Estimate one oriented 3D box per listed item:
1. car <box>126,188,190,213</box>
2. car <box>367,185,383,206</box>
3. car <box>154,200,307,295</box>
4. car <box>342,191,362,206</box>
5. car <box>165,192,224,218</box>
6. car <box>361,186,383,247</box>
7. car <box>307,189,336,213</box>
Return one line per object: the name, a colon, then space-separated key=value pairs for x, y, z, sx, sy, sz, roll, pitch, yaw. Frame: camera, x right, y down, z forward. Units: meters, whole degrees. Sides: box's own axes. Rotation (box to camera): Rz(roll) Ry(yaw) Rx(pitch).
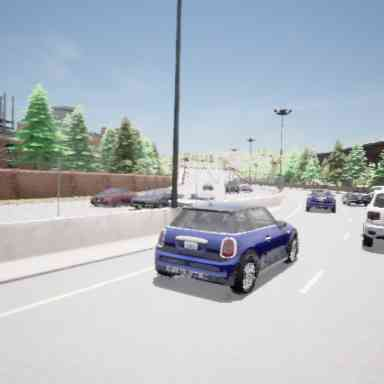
car: x=-2.272 y=0.500 z=24.050 sx=2.033 sy=1.411 sz=5.357 roll=3 pitch=3 yaw=25
car: x=20.641 y=0.344 z=35.596 sx=2.150 sy=2.045 sz=5.566 roll=2 pitch=2 yaw=14
car: x=1.132 y=1.031 z=8.321 sx=2.097 sy=1.767 sz=4.553 roll=3 pitch=3 yaw=33
car: x=16.453 y=0.636 z=33.579 sx=2.033 sy=1.411 sz=5.357 roll=2 pitch=2 yaw=16
car: x=0.314 y=0.730 z=21.431 sx=1.895 sy=1.301 sz=4.718 roll=3 pitch=3 yaw=26
car: x=7.783 y=0.911 z=12.631 sx=2.150 sy=2.045 sz=5.566 roll=3 pitch=3 yaw=29
car: x=10.261 y=0.557 z=26.413 sx=2.097 sy=1.767 sz=4.553 roll=2 pitch=2 yaw=21
